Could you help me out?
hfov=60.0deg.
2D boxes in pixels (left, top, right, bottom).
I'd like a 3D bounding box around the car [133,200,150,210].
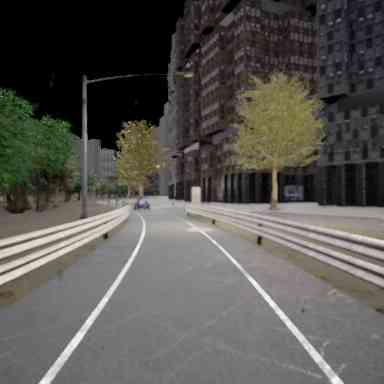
[{"bbox_3d":[-7.473,1.959,49.977,1.812,1.442,4.674,0,0,-18],"label":"car"}]
